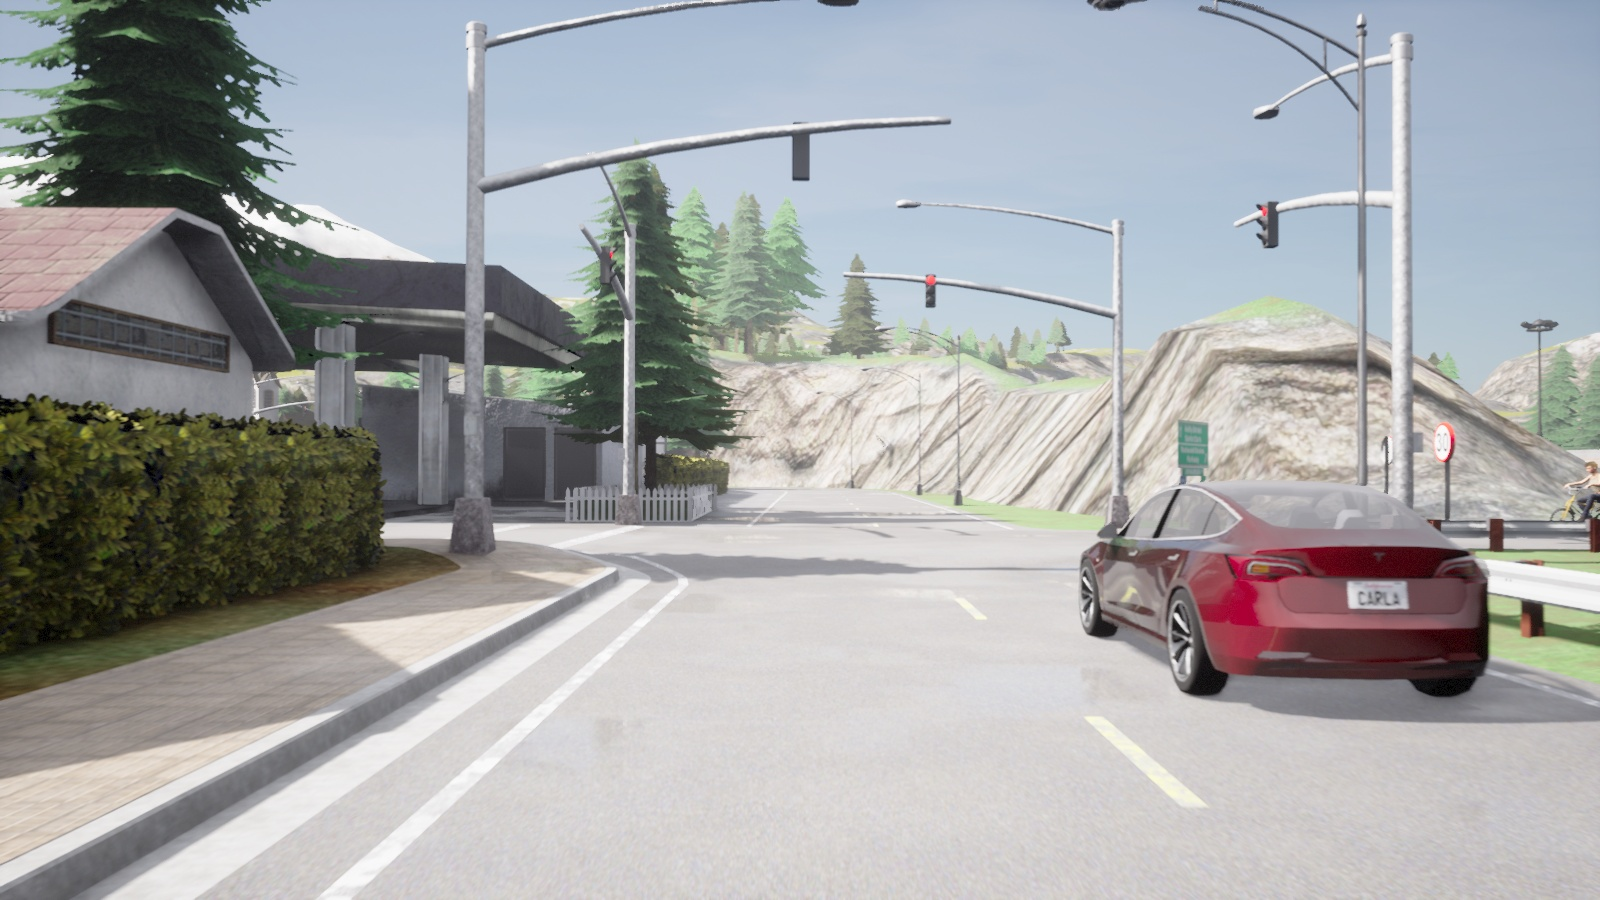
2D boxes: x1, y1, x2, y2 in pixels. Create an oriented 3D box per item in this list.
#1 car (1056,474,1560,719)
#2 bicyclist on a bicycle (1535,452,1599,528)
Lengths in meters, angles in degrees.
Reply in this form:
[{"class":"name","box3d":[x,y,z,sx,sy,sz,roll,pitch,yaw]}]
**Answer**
[{"class":"car","box3d":[3.631,0.951,10.168,2.163,1.488,4.792,0,-1,1]},{"class":"bicyclist on a bicycle","box3d":[17.365,0.904,27.864,1.509,1.612,0.866,4,-1,0]}]
